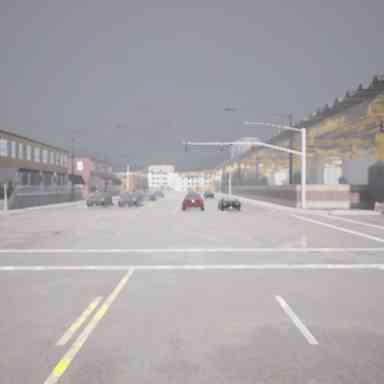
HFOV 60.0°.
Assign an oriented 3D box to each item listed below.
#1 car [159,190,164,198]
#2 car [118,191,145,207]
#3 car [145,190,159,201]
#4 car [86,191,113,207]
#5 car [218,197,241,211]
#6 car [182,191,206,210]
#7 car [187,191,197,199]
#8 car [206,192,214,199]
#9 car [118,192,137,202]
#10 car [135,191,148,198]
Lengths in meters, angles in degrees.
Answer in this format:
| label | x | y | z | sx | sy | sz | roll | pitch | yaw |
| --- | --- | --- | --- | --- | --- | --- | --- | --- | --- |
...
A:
| label | x | y | z | sx | sy | sz | roll | pitch | yaw |
| --- | --- | --- | --- | --- | --- | --- | --- | --- | --- |
| car | -6.980 | 0.366 | 69.528 | 2.097 | 1.767 | 4.553 | 0 | 1 | 0 |
| car | -7.080 | 0.809 | 38.392 | 2.097 | 1.767 | 4.553 | 0 | 1 | 0 |
| car | -7.045 | 0.755 | 54.539 | 1.812 | 1.442 | 4.674 | 0 | 1 | 0 |
| car | -10.579 | 0.809 | 38.349 | 2.097 | 1.767 | 4.553 | 0 | 1 | 0 |
| car | 3.610 | 1.133 | 33.073 | 1.895 | 1.301 | 4.718 | 0 | 1 | 0 |
| car | 0.109 | 0.866 | 34.359 | 2.097 | 1.767 | 4.553 | 0 | 1 | 0 |
| car | 0.020 | 0.552 | 67.344 | 1.837 | 1.490 | 4.892 | 0 | 1 | 0 |
| car | 3.519 | 0.602 | 67.015 | 2.033 | 1.411 | 5.357 | 0 | 1 | 0 |
| car | -10.546 | 0.720 | 54.622 | 2.128 | 1.511 | 4.902 | 0 | 1 | 0 |
| car | -10.480 | 0.564 | 69.527 | 1.994 | 1.385 | 4.181 | 0 | 1 | 0 |
